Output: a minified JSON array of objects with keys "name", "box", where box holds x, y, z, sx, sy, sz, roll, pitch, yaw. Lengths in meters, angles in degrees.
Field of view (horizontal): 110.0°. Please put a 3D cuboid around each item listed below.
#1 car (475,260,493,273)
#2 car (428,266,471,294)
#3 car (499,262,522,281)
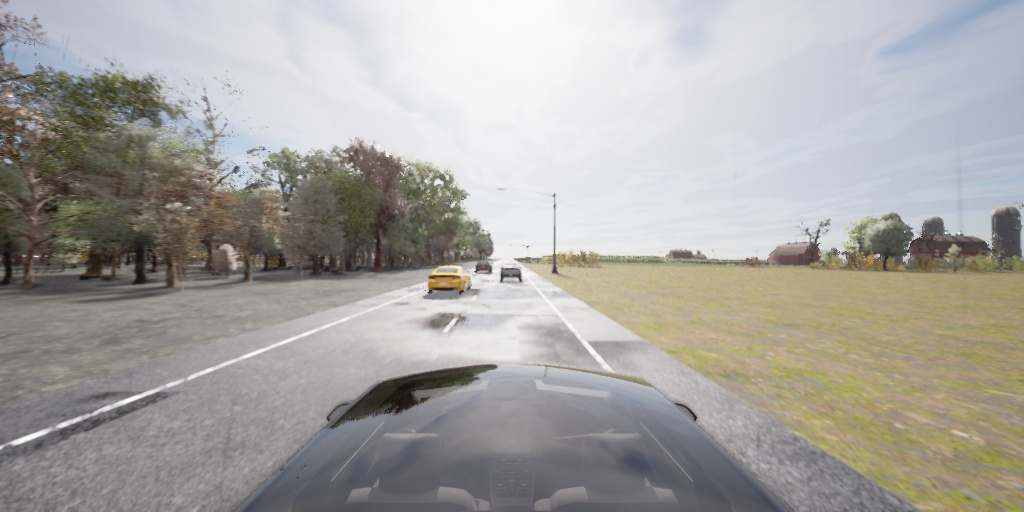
[{"name":"car","box":[-3.701,1.289,48.216,2.097,1.767,4.553,0,0,0]},{"name":"car","box":[-3.523,1.299,20.775,1.882,1.535,5.008,0,0,0]},{"name":"car","box":[-0.095,1.377,31.982,2.128,1.511,4.902,0,0,0]}]
